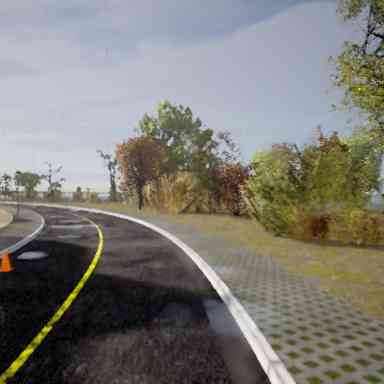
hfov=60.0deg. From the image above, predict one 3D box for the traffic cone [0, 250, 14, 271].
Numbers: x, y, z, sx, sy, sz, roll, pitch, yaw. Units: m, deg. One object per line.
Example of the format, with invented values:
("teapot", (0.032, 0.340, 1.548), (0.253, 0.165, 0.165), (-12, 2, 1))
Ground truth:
("traffic cone", (-5.503, 2.007, 9.837), (0.340, 0.580, 0.340), (0, 0, -10))
